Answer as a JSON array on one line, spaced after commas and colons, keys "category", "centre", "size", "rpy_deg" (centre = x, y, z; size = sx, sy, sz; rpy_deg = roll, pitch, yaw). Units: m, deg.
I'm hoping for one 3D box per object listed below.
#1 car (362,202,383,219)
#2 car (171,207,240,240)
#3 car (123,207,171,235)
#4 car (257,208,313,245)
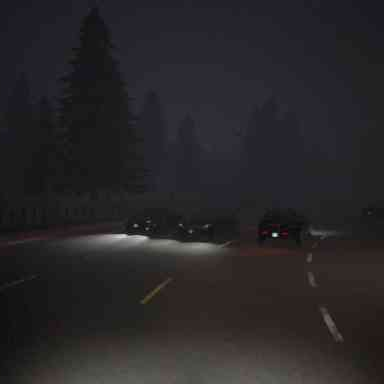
[{"category": "car", "centre": [16.896, 1.618, 29.430], "size": [4.674, 1.442, 1.812], "rpy_deg": [0, 0, -34]}, {"category": "car", "centre": [1.032, 1.517, 17.161], "size": [1.812, 1.442, 4.674], "rpy_deg": [0, 0, 28]}, {"category": "car", "centre": [-1.952, 1.533, 18.796], "size": [1.994, 1.385, 4.181], "rpy_deg": [0, 0, 28]}, {"category": "car", "centre": [4.515, 1.522, 15.915], "size": [1.837, 1.490, 4.892], "rpy_deg": [0, 0, 26]}]
